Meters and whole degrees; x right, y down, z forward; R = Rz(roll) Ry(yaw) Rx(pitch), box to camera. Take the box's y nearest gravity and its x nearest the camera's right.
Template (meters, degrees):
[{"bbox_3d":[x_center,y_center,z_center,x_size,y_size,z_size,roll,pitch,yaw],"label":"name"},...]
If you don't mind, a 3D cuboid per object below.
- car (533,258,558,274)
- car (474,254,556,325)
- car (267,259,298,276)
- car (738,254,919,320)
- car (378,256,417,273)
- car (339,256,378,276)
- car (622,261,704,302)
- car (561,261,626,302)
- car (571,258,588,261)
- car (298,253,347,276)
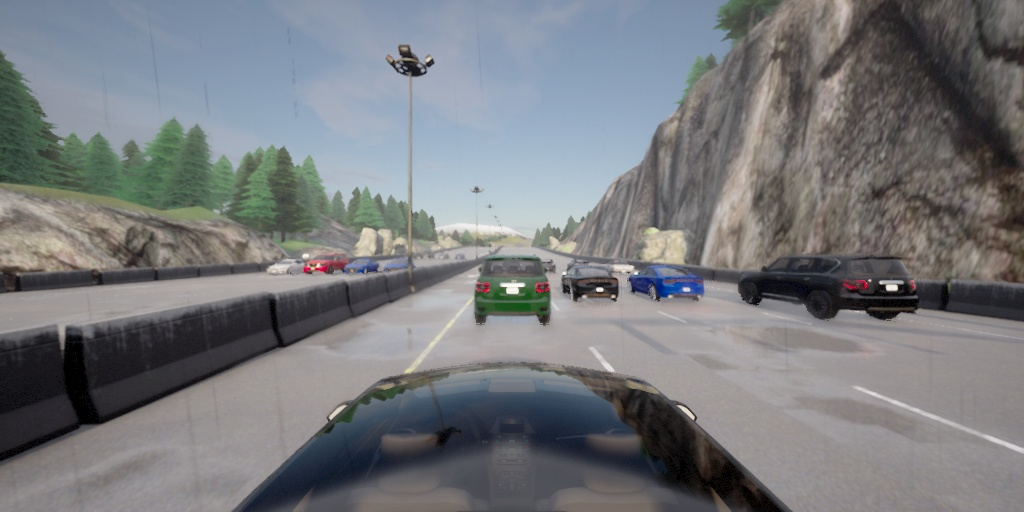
[{"bbox_3d":[3.408,0.990,37.134,2.128,1.511,4.902,0,1,0],"label":"car"},{"bbox_3d":[0.021,0.954,11.895,2.150,2.045,5.566,0,1,0],"label":"car"},{"bbox_3d":[-21.270,1.061,34.347,1.812,1.442,4.674,0,1,0],"label":"car"},{"bbox_3d":[10.522,0.949,12.605,2.150,2.045,5.566,0,1,0],"label":"car"},{"bbox_3d":[-10.772,1.012,34.458,1.882,1.535,5.008,0,1,0],"label":"car"},{"bbox_3d":[-14.272,1.013,34.429,1.882,1.535,5.008,0,1,0],"label":"car"},{"bbox_3d":[7.010,1.179,16.877,1.882,1.535,5.008,0,1,0],"label":"car"},{"bbox_3d":[3.511,1.179,16.840,1.882,1.535,5.008,0,1,0],"label":"car"},{"bbox_3d":[6.908,0.992,37.055,2.128,1.511,4.902,0,1,0],"label":"car"},{"bbox_3d":[-17.775,0.753,34.727,2.150,2.045,5.566,0,1,0],"label":"car"}]
